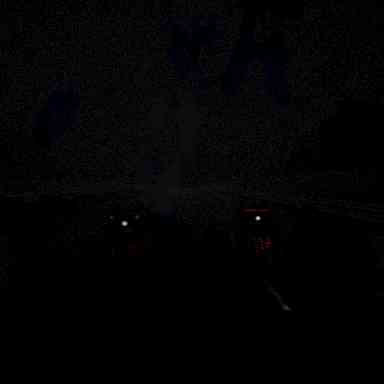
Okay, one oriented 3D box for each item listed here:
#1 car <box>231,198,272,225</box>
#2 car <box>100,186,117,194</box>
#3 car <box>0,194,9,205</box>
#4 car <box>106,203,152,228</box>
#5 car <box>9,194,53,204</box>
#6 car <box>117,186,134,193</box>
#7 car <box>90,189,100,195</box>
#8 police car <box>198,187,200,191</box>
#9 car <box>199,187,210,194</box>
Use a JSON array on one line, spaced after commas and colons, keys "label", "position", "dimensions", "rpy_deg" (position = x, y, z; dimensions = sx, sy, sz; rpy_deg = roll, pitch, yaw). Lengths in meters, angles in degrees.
[{"label": "car", "position": [3.603, 1.130, 20.567], "dimensions": [1.837, 1.490, 4.892], "rpy_deg": [0, 1, 0]}, {"label": "car", "position": [-17.490, -0.285, 71.755], "dimensions": [2.150, 2.045, 5.566], "rpy_deg": [0, 1, 0]}, {"label": "car", "position": [-17.592, 0.920, 29.283], "dimensions": [1.882, 1.535, 5.008], "rpy_deg": [0, 1, 0]}, {"label": "car", "position": [-3.397, 1.258, 19.003], "dimensions": [1.895, 1.301, 4.718], "rpy_deg": [0, 1, 0]}, {"label": "car", "position": [-14.091, 0.932, 30.132], "dimensions": [1.837, 1.490, 4.892], "rpy_deg": [0, 1, 0]}, {"label": "car", "position": [-13.990, -0.285, 71.755], "dimensions": [2.150, 2.045, 5.566], "rpy_deg": [0, 1, 0]}, {"label": "car", "position": [-20.990, -0.053, 74.014], "dimensions": [2.033, 1.411, 5.357], "rpy_deg": [0, 1, 0]}, {"label": "police car", "position": [3.513, -0.437, 93.855], "dimensions": [2.038, 1.542, 4.974], "rpy_deg": [0, 1, 0]}, {"label": "car", "position": [3.512, -0.141, 82.853], "dimensions": [1.994, 1.385, 4.181], "rpy_deg": [0, 1, 0]}]
